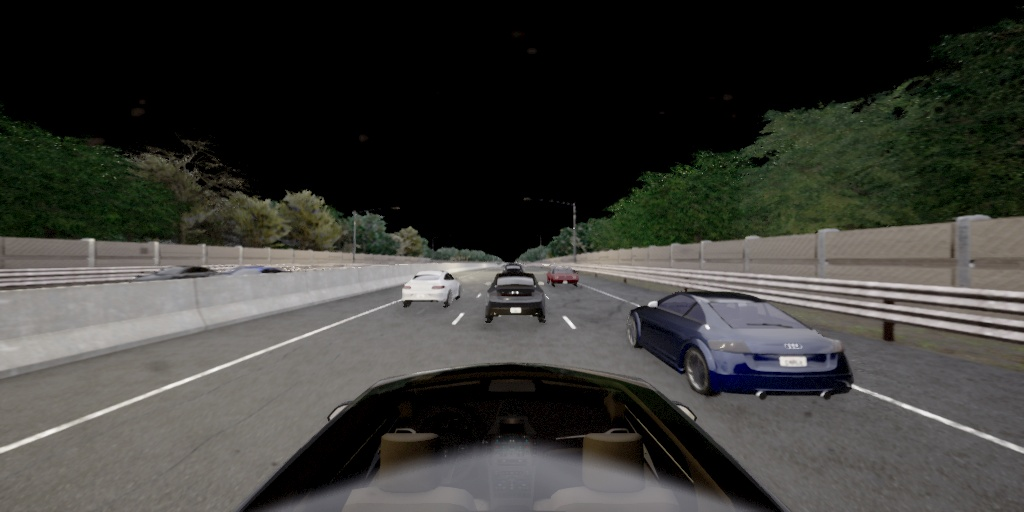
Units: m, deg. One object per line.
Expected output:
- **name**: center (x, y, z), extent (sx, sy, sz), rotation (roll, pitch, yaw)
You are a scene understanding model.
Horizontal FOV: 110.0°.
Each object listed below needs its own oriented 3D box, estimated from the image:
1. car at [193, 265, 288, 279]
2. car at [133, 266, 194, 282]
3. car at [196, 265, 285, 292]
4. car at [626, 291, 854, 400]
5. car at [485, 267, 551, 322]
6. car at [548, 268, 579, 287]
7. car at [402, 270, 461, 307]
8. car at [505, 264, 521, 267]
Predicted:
- **car**: center (-14.094, 1.331, 19.562), extent (1.882, 1.535, 5.008), rotation (0, 0, 0)
- **car**: center (-21.089, 1.385, 22.805), extent (1.837, 1.490, 4.892), rotation (0, -1, 0)
- **car**: center (-17.588, 1.378, 23.636), extent (2.128, 1.511, 4.902), rotation (0, 0, 0)
- **car**: center (3.601, 1.325, 6.599), extent (1.994, 1.385, 4.181), rotation (0, 0, 0)
- **car**: center (0.103, 1.302, 12.511), extent (1.837, 1.490, 4.892), rotation (0, 0, 0)
- **car**: center (3.605, 1.509, 26.503), extent (1.895, 1.301, 4.718), rotation (0, 0, 0)
- **car**: center (-3.397, 1.348, 15.675), extent (1.812, 1.442, 4.674), rotation (0, 0, 0)
- **car**: center (0.105, 1.447, 30.769), extent (1.837, 1.490, 4.892), rotation (0, 0, 0)
